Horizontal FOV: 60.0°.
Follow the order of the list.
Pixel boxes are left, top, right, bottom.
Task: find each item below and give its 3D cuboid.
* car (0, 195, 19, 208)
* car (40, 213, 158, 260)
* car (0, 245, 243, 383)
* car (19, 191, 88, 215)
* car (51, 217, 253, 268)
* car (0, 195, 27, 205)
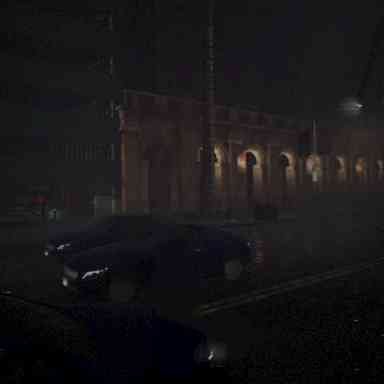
[{"bbox_3d":[-23.476,1.366,44.637,4.718,1.301,1.895,-1,1,-36],"label":"car"},{"bbox_3d":[-2.298,1.460,10.956,4.674,1.442,1.812,-1,1,-36],"label":"car"},{"bbox_3d":[-1.822,1.528,2.488,4.674,1.442,1.812,-1,1,-35],"label":"car"},{"bbox_3d":[-12.076,0.917,30.046,5.566,2.045,2.435,-1,1,-36],"label":"car"},{"bbox_3d":[-0.590,1.465,7.875,4.674,1.442,1.812,-1,1,-36],"label":"car"},{"bbox_3d":[-29.865,1.311,54.329,4.786,1.482,2.161,-1,1,-36],"label":"car"}]
